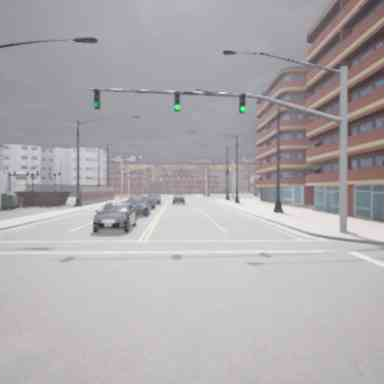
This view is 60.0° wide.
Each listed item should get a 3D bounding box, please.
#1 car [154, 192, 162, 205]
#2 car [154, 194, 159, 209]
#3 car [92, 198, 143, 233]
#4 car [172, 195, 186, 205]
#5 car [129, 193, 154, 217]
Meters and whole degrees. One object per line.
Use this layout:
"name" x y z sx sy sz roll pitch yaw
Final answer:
"car" -5.576 0.938 48.527 2.097 1.767 4.553 0 0 -2
"car" -5.138 1.273 38.363 1.895 1.301 4.718 0 0 -3
"car" -4.205 1.331 18.671 2.128 1.511 4.902 0 0 -3
"car" -1.986 1.102 49.740 1.812 1.442 4.674 0 1 -3
"car" -4.665 1.109 28.377 2.097 1.767 4.553 0 0 -3
